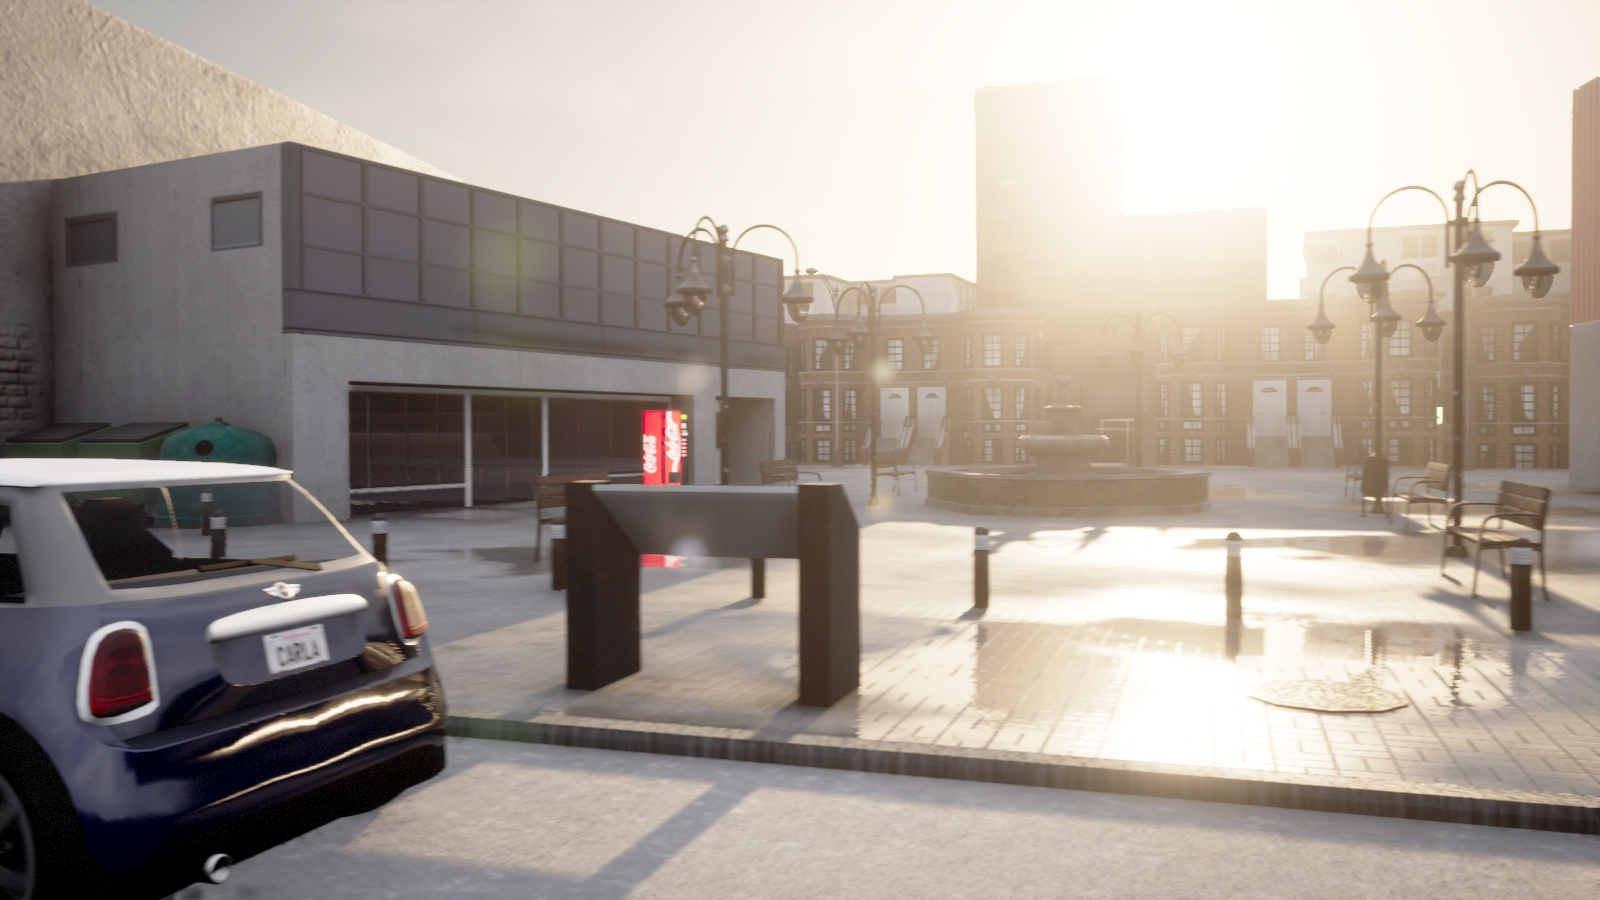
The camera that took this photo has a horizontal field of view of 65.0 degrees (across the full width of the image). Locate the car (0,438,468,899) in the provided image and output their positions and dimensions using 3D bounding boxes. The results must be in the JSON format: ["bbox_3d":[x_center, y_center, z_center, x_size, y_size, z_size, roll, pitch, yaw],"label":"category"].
[{"bbox_3d":[-3.499,0.700,4.897,3.806,1.475,1.970,1,1,19],"label":"car"}]
